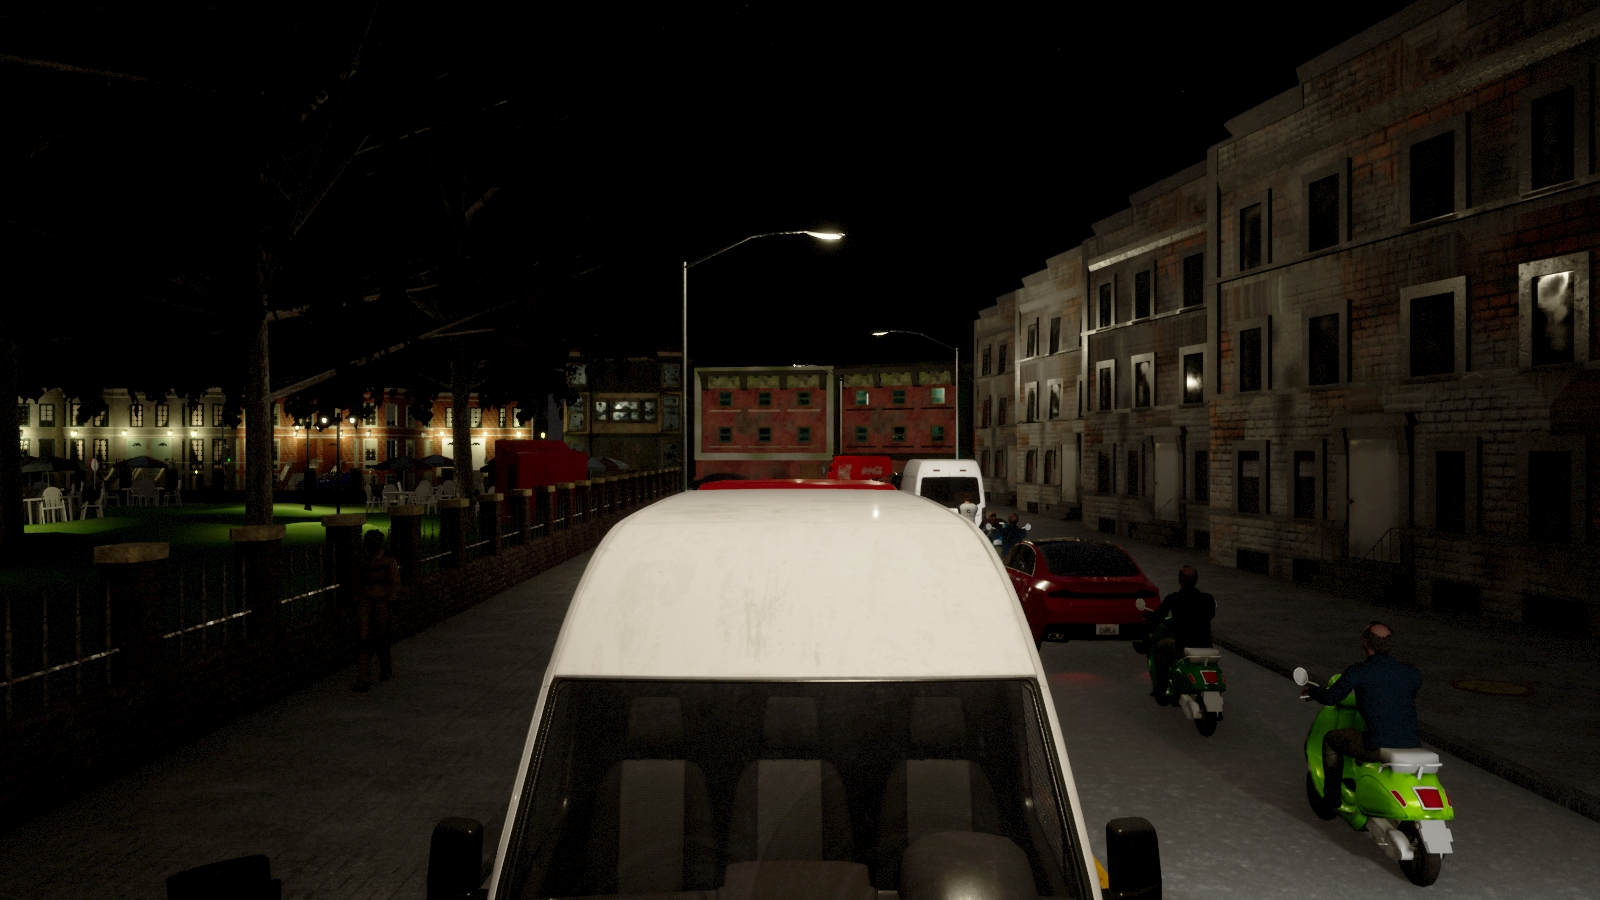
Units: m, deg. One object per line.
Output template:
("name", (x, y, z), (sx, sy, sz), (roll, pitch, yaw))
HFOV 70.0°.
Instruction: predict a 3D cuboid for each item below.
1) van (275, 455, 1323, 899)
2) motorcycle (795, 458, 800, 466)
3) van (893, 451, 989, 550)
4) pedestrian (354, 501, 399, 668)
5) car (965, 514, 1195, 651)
("van", (-0.006, 1.314, 5.127), (1.988, 2.561, 5.915), (0, 0, 0))
("motorcycle", (-0.384, 1.962, 183.190), (0.856, 1.236, 1.805), (0, 0, 0))
("van", (3.906, 1.314, 32.634), (1.988, 2.561, 5.915), (0, 0, 0))
("pedestrian", (-4.833, 1.525, 13.050), (0.375, 1.860, 0.375), (0, 0, 0))
("car", (3.953, 1.841, 17.118), (2.231, 1.480, 4.892), (0, 0, 0))
